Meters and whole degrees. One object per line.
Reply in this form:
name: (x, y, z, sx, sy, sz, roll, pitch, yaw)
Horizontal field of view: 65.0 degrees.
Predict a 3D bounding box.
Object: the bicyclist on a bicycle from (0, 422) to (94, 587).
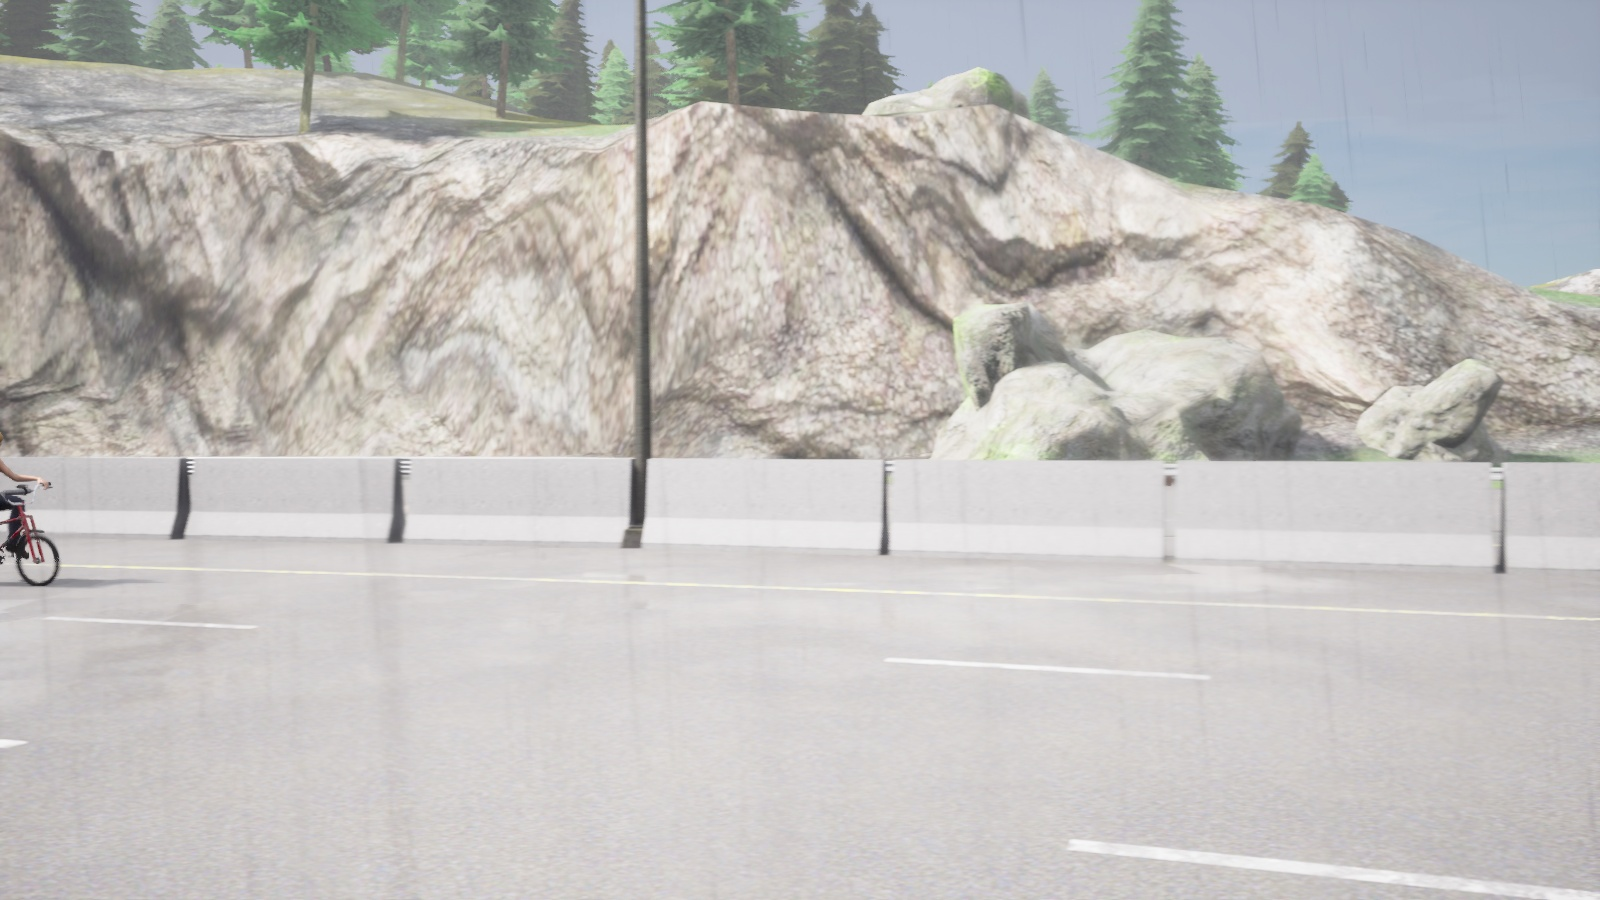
bicyclist on a bicycle: (-8.220, 0.524, 12.882, 1.509, 1.612, 0.866, 0, 1, 14)
